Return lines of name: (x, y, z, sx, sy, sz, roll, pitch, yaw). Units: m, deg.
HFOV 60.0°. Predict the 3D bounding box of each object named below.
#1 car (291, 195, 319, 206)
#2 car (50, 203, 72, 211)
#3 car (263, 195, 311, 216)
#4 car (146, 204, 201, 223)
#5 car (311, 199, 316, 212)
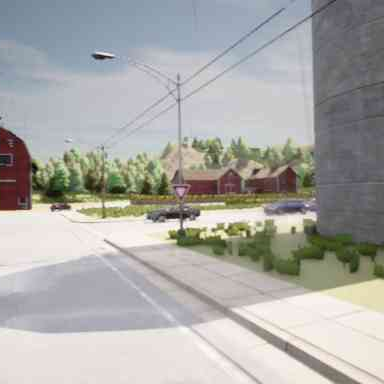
car: (19.953, 1.494, 58.892, 1.932, 1.855, 4.605, -1, -1, -26)
car: (-22.301, 2.522, 56.748, 1.812, 1.442, 4.674, -1, 0, 11)
car: (9.614, 1.503, 34.529, 4.553, 1.767, 2.097, -1, -1, -26)
car: (-1.571, 1.818, 29.019, 4.902, 1.511, 2.128, -1, -1, -26)
car: (13.131, 1.623, 40.847, 2.242, 1.667, 4.611, -1, -1, -26)
